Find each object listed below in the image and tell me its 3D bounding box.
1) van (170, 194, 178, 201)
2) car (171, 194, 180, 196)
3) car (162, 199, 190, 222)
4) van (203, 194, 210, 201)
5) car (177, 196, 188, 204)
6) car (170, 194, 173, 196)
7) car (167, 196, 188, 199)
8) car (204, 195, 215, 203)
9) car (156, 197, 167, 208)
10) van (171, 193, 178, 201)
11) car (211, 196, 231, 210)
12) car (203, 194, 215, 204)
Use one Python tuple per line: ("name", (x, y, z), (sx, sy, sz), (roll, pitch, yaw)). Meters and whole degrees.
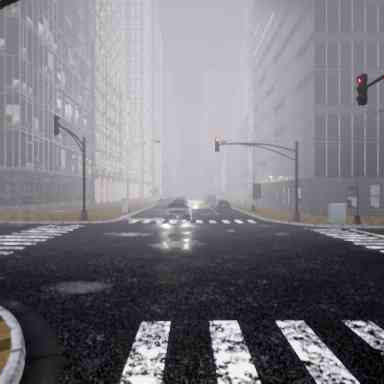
("van", (-4.378, 1.297, 80.432), (1.690, 1.788, 3.998), (0, 0, 0))
("car", (-1.699, 1.484, 50.240), (2.128, 1.511, 4.902), (0, 0, 0))
("car", (-1.247, 1.537, 26.321), (1.812, 1.442, 4.674), (0, 0, -5))
("van", (3.502, 1.297, 80.486), (1.690, 1.788, 3.998), (0, 0, 0))
("car", (-1.738, 1.507, 61.709), (1.812, 1.442, 4.674), (0, 0, 0))
("car", (-4.264, 1.544, 63.850), (1.947, 1.339, 4.313), (0, 0, 0))
("car", (-1.625, 1.528, 39.244), (1.812, 1.442, 4.674), (0, 0, 0))
("car", (3.578, 1.411, 69.432), (1.967, 1.590, 4.097), (0, 0, 0))
("car", (-4.150, 1.578, 47.267), (1.802, 1.307, 4.206), (0, 0, 0))
("van", (-4.416, 1.289, 85.959), (1.690, 1.788, 3.998), (0, 0, 0))
("car", (3.817, 1.566, 41.795), (1.947, 1.339, 4.313), (0, 0, 0))
("car", (3.616, 1.293, 63.903), (2.192, 1.841, 5.009), (0, 0, 0))
